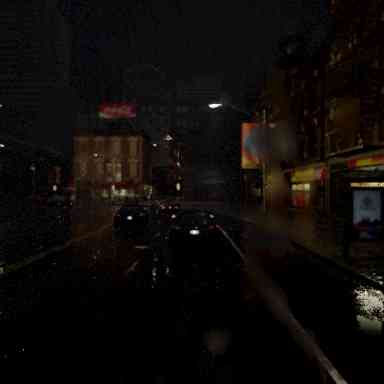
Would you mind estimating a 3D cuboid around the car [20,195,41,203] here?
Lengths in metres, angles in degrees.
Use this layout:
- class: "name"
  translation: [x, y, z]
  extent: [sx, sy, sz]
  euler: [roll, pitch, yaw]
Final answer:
- class: "car"
  translation: [-29.248, 1.324, 60.971]
  extent: [4.674, 1.452, 2.002]
  euler: [0, 0, 20]

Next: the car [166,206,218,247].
- class: "car"
  translation: [0.037, 1.516, 14.819]
  extent: [1.994, 1.385, 4.181]
  euler: [0, 0, -2]

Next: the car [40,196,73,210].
- class: "car"
  translation: [-16.302, 1.470, 40.469]
  extent: [1.895, 1.301, 4.718]
  euler: [0, 0, -44]

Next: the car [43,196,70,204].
- class: "car"
  translation: [-23.945, 1.406, 58.799]
  extent: [4.718, 1.301, 1.895]
  euler: [0, 0, 30]

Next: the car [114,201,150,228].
- class: "car"
  translation: [-3.919, 1.494, 21.633]
  extent: [1.994, 1.385, 4.181]
  euler: [0, 0, -7]

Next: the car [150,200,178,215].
- class: "car"
  translation: [-2.885, 1.443, 32.219]
  extent: [2.033, 1.411, 5.357]
  euler: [0, 0, -21]
